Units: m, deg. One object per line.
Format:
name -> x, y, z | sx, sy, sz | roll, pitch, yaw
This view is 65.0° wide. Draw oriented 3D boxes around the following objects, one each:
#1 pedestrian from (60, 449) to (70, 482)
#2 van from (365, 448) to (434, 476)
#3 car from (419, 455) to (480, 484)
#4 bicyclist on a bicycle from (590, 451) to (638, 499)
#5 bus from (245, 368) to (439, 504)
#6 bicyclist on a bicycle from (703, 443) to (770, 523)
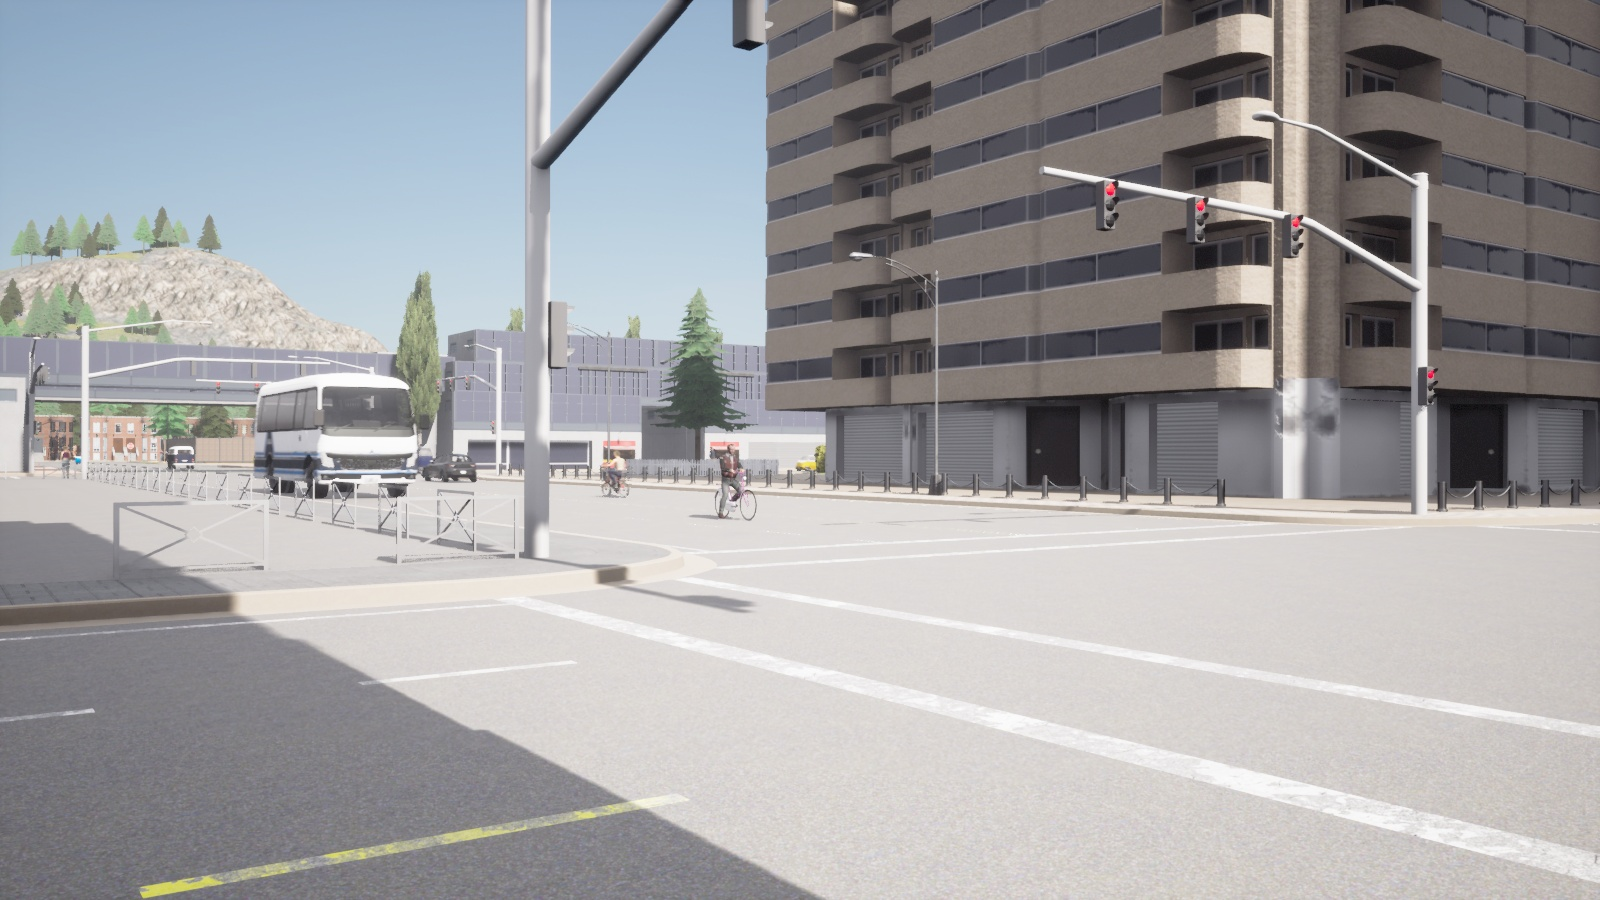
pedestrian -> -40.308, 0.841, 68.880 | 0.345, 1.836, 0.594 | 0, 0, -41
van -> -28.406, 0.831, 89.047 | 4.442, 1.987, 1.775 | 0, 0, -27
car -> -18.400, 1.014, 65.842 | 1.816, 1.474, 4.193 | 0, 0, -35
bicyclist on a bicycle -> -6.408, 0.856, 43.211 | 1.509, 1.612, 0.866 | 0, -1, 44
bus -> -16.496, -0.432, 44.583 | 3.944, 4.253, 10.273 | 0, 0, -35
bicyclist on a bicycle -> -1.488, 0.745, 29.055 | 0.659, 1.776, 1.843 | 0, 0, -35
